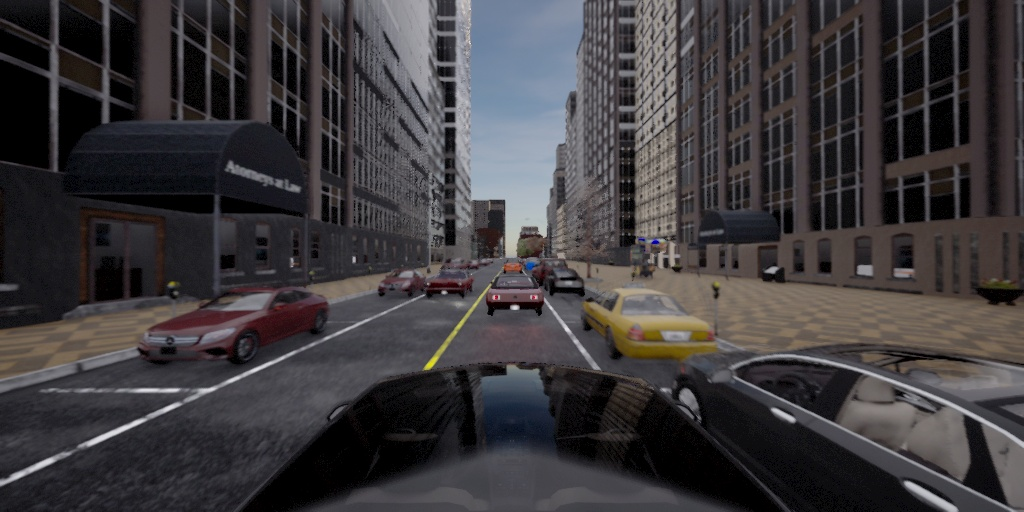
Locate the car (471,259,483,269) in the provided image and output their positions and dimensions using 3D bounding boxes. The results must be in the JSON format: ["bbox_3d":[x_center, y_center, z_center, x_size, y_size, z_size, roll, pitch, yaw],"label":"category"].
[{"bbox_3d":[-5.694,1.309,52.346,1.888,1.381,4.507,0,0,0],"label":"car"}]

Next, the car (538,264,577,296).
[{"bbox_3d":[2.689,1.321,19.111,1.948,1.339,4.313,0,0,0],"label":"car"}]

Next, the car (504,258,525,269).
[{"bbox_3d":[0.096,1.113,42.301,2.097,1.767,4.553,0,0,0],"label":"car"}]

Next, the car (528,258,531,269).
[{"bbox_3d":[2.688,1.198,30.189,1.967,1.591,4.097,0,0,0],"label":"car"}]

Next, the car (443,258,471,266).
[{"bbox_3d":[-5.693,1.075,35.728,2.192,1.841,5.009,0,0,0],"label":"car"}]

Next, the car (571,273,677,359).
[{"bbox_3d":[2.690,1.277,8.202,1.751,1.417,4.829,0,0,0],"label":"car"}]

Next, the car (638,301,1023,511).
[{"bbox_3d":[2.691,1.301,2.493,2.007,1.370,4.403,0,0,0],"label":"car"}]

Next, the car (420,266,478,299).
[{"bbox_3d":[-3.060,1.357,18.409,1.895,1.301,4.718,0,0,0],"label":"car"}]

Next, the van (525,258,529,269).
[{"bbox_3d":[2.687,1.103,46.807,1.690,1.789,3.998,0,0,0],"label":"van"}]

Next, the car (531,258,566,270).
[{"bbox_3d":[2.689,1.072,24.650,2.192,1.841,5.009,0,0,0],"label":"car"}]

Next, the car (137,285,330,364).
[{"bbox_3d":[-5.690,1.335,8.031,1.802,1.307,4.207,0,0,0],"label":"car"}]

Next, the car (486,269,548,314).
[{"bbox_3d":[0.097,1.355,13.681,1.895,1.301,4.718,0,0,0],"label":"car"}]

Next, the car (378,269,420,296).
[{"bbox_3d":[-5.691,1.338,19.110,1.802,1.307,4.207,0,0,0],"label":"car"}]
